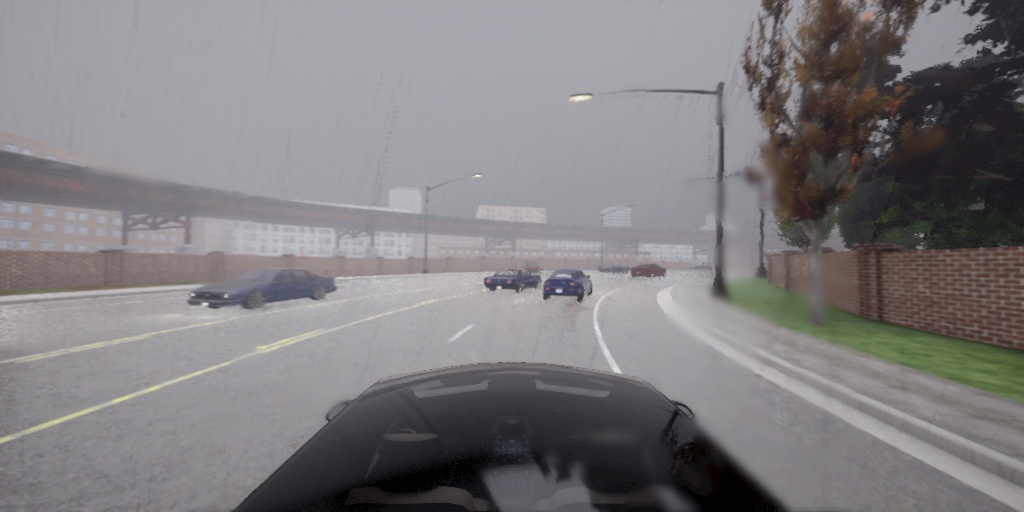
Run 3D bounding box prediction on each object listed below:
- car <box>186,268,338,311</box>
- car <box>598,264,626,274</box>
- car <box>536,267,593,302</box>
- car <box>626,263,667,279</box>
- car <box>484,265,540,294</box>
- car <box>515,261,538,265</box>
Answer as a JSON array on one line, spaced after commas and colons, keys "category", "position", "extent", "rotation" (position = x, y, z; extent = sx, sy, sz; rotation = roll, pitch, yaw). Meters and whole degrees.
[{"category": "car", "position": [-9.306, 1.194, 14.124], "extent": [2.033, 1.411, 5.357], "rotation": [1, 0, 12]}, {"category": "car", "position": [14.044, 1.775, 49.640], "extent": [4.718, 1.301, 1.895], "rotation": [1, -1, -37]}, {"category": "car", "position": [2.841, 1.355, 17.760], "extent": [1.812, 1.442, 4.674], "rotation": [0, 0, 20]}, {"category": "car", "position": [13.916, 1.486, 36.233], "extent": [5.008, 1.535, 1.882], "rotation": [0, -2, -44]}, {"category": "car", "position": [0.224, 1.417, 21.250], "extent": [1.895, 1.301, 4.718], "rotation": [0, 0, 24]}, {"category": "car", "position": [1.445, 1.368, 42.666], "extent": [2.097, 1.767, 4.553], "rotation": [0, -1, 42]}]
